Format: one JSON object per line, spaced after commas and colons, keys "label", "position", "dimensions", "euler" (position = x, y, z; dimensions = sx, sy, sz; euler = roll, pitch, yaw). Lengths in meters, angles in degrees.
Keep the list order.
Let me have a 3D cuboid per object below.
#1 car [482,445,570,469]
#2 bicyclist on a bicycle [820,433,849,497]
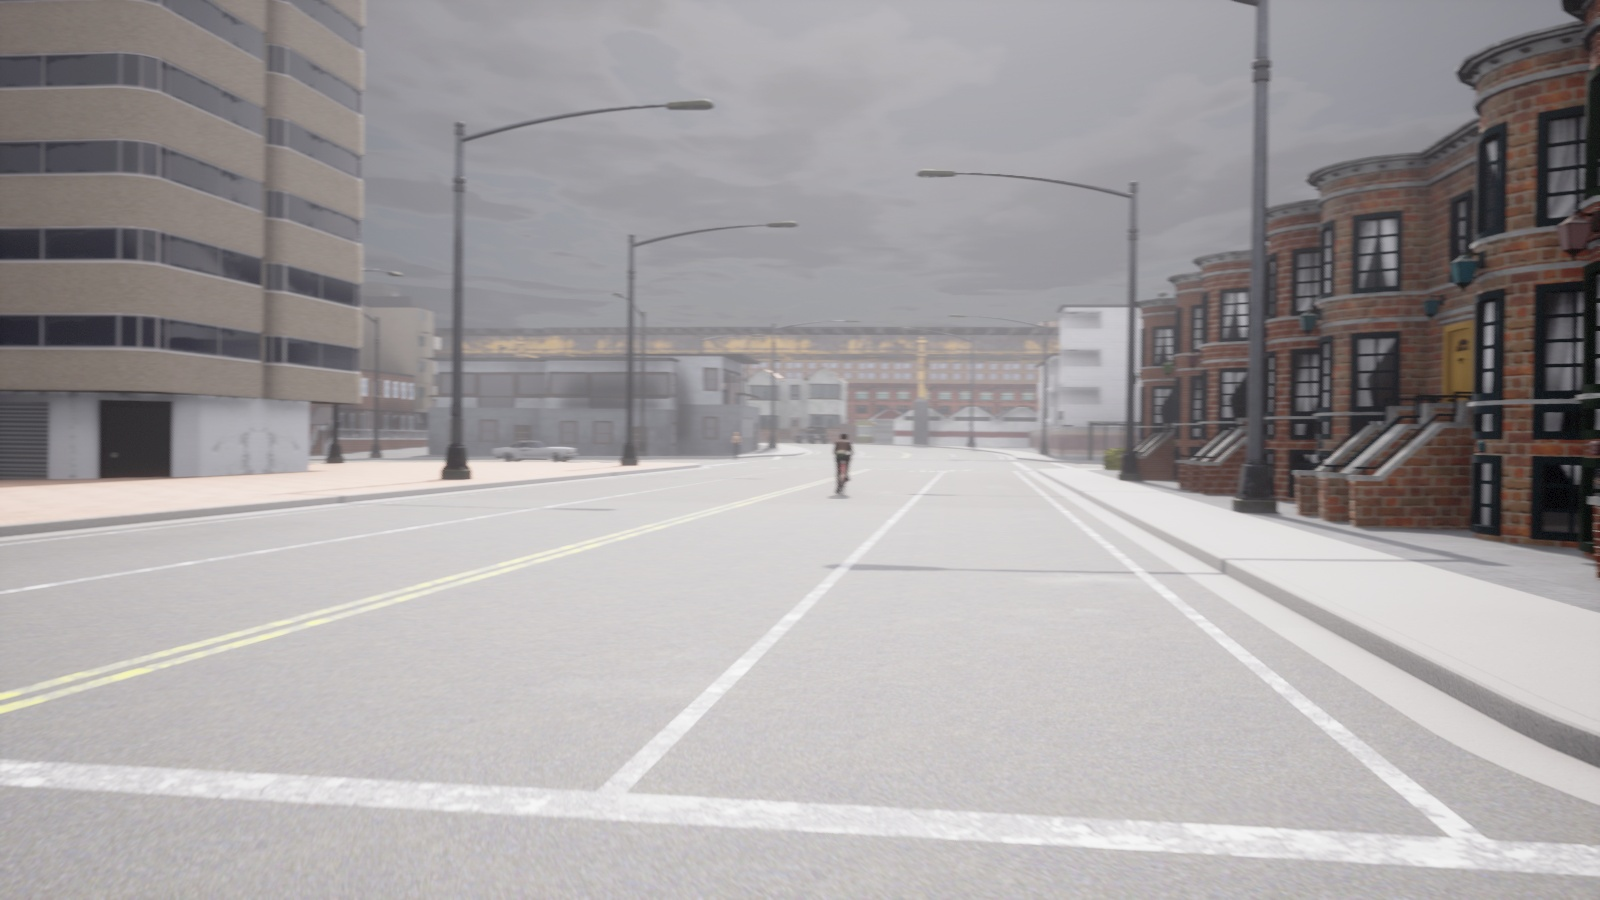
{"label": "car", "position": [-16.164, 0.383, 74.169], "dimensions": [4.718, 1.301, 1.895], "euler": [-1, 0, 6]}
{"label": "bicyclist on a bicycle", "position": [0.897, 0.372, 32.487], "dimensions": [0.582, 1.620, 1.656], "euler": [0, 0, 7]}
